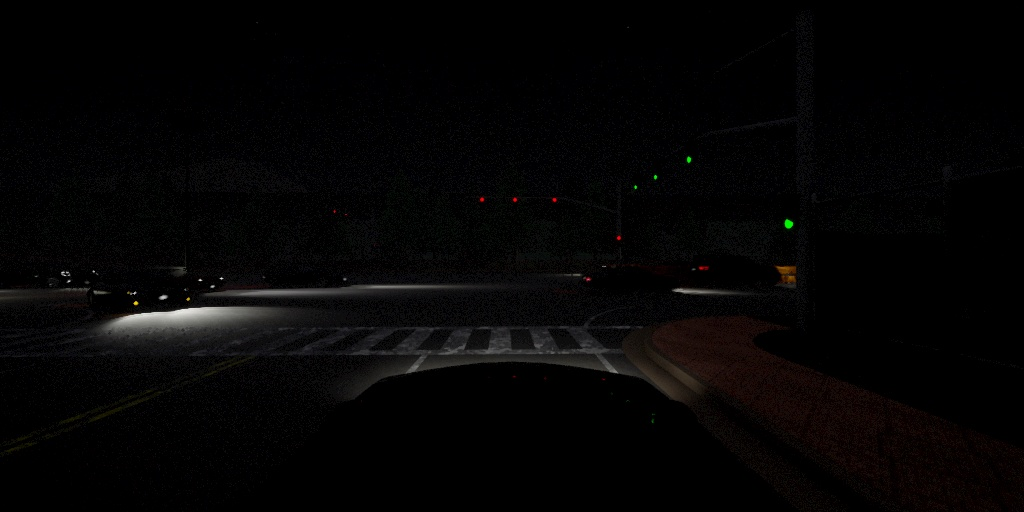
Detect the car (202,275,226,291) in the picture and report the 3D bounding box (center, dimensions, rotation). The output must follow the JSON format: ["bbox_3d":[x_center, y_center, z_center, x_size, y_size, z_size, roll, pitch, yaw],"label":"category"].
[{"bbox_3d":[-18.539,1.351,19.484,4.718,1.301,1.895,0,0,-2],"label":"car"}]

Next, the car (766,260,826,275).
[{"bbox_3d":[30.583,1.242,38.719,4.902,1.511,2.128,0,0,-2],"label":"car"}]

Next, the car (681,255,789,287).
[{"bbox_3d":[14.800,0.973,24.030,5.566,2.045,2.150,0,0,-2],"label":"car"}]

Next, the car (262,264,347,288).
[{"bbox_3d":[-13.296,1.242,23.150,4.902,1.511,2.128,0,0,-2],"label":"car"}]

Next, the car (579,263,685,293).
[{"bbox_3d":[6.574,1.297,20.268,5.357,1.411,2.033,0,0,-2],"label":"car"}]

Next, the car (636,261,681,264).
[{"bbox_3d":[13.705,1.255,31.196,4.892,1.490,1.837,0,0,-2],"label":"car"}]

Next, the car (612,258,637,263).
[{"bbox_3d":[11.415,1.102,38.128,4.553,1.767,2.097,0,0,-2],"label":"car"}]

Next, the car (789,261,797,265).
[{"bbox_3d":[22.960,1.351,31.485,4.718,1.301,1.895,0,0,-2],"label":"car"}]

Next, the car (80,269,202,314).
[{"bbox_3d":[-14.374,1.314,13.874,4.181,1.385,1.994,0,0,27],"label":"car"}]

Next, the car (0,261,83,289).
[{"bbox_3d":[-29.180,1.094,22.656,4.553,1.767,2.097,0,0,-2],"label":"car"}]
